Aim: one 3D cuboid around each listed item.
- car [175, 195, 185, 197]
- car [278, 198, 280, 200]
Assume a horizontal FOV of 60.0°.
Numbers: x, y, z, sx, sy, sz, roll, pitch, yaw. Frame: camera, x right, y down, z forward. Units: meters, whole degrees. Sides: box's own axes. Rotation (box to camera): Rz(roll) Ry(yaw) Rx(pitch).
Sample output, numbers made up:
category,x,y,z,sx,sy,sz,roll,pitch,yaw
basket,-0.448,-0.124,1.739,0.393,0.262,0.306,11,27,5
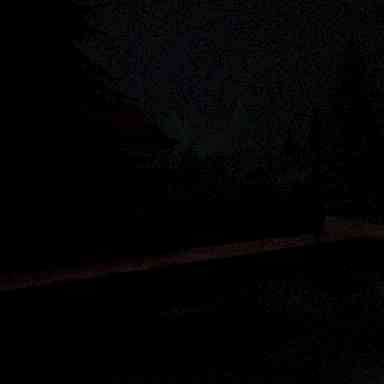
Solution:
category,x,y,z,sx,sy,sz,roll,pitch,yaw
car,-1.714,1.189,43.291,2.097,1.767,4.553,0,0,-36
car,7.843,1.343,29.975,1.837,1.490,4.892,0,0,-36
